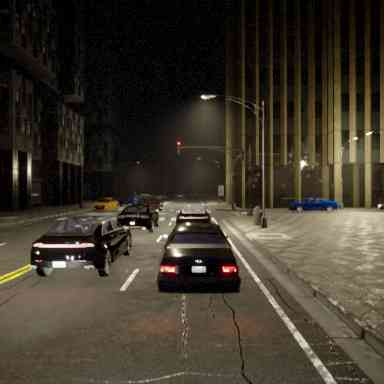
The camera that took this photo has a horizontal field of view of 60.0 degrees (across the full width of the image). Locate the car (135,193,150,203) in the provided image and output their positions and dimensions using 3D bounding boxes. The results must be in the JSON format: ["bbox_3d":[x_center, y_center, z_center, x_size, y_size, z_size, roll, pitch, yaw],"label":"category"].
[{"bbox_3d":[-9.476,1.184,64.032,2.097,1.767,4.553,0,0,1],"label":"car"}]

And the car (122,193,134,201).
[{"bbox_3d":[-9.589,1.108,51.012,2.150,2.045,5.566,0,0,0],"label":"car"}]

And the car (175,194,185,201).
[{"bbox_3d":[-2.861,1.296,77.112,2.128,1.511,4.902,0,0,0],"label":"car"}]

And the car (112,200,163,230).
[{"bbox_3d":[-3.054,1.455,19.601,1.882,1.535,5.008,0,0,0],"label":"car"}]

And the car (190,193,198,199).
[{"bbox_3d":[0.442,1.094,87.517,2.128,1.511,4.902,0,0,0],"label":"car"}]

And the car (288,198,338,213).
[{"bbox_3d":[12.710,1.360,35.047,5.008,1.535,1.882,0,0,1],"label":"car"}]

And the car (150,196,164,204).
[{"bbox_3d":[-6.276,1.452,59.850,1.895,1.301,4.718,0,0,1],"label":"car"}]

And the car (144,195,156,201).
[{"bbox_3d":[-9.373,1.328,74.873,2.033,1.411,5.357,0,0,0],"label":"car"}]

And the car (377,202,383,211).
[{"bbox_3d":[22.176,1.333,35.018,4.902,1.511,2.128,0,0,0],"label":"car"}]

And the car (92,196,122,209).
[{"bbox_3d":[-9.665,1.412,37.342,1.882,1.535,5.008,0,0,0],"label":"car"}]

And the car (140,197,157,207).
[{"bbox_3d":[-6.347,1.458,49.292,1.994,1.385,4.181,0,0,0],"label":"car"}]

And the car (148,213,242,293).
[{"bbox_3d":[0.143,1.542,8.951,2.033,1.411,5.357,0,0,0],"label":"car"}]

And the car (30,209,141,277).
[{"bbox_3d":[-3.101,1.484,10.225,2.128,1.511,4.902,0,0,0],"label":"car"}]

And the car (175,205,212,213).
[{"bbox_3d":[0.092,1.470,18.695,2.128,1.511,4.902,0,0,0],"label":"car"}]

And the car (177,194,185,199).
[{"bbox_3d":[-2.808,1.163,87.564,1.895,1.301,4.718,0,0,0],"label":"car"}]

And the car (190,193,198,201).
[{"bbox_3d":[0.389,1.270,77.095,1.837,1.490,4.892,0,0,0],"label":"car"}]

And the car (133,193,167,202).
[{"bbox_3d":[-4.785,1.286,37.361,2.097,1.767,4.553,0,0,-21],"label":"car"}]
